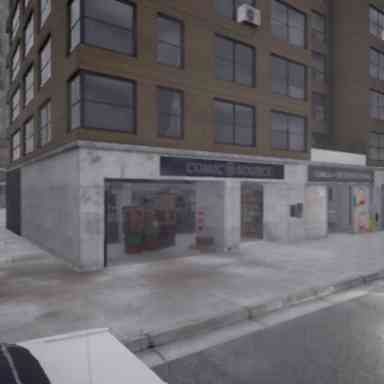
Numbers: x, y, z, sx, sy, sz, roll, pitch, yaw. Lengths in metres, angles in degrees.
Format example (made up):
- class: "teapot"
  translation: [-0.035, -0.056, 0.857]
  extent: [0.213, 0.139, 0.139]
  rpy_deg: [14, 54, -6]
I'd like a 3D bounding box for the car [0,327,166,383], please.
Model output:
- class: "car"
  translation: [-2.276, 1.599, 1.447]
  extent: [4.718, 1.301, 1.895]
  rpy_deg: [0, 0, -35]
